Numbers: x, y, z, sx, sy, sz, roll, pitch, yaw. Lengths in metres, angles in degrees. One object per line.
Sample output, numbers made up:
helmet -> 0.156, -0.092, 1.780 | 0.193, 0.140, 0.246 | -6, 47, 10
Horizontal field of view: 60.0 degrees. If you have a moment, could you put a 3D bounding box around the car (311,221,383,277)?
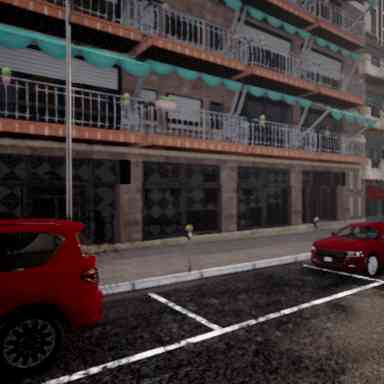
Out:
car -> 5.627, 1.651, 10.588 | 4.507, 1.381, 1.887 | 1, -1, -35

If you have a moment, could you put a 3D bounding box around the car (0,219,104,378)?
car -> -3.597, 1.309, 4.012 | 5.009, 1.841, 2.192 | 1, -1, -35
